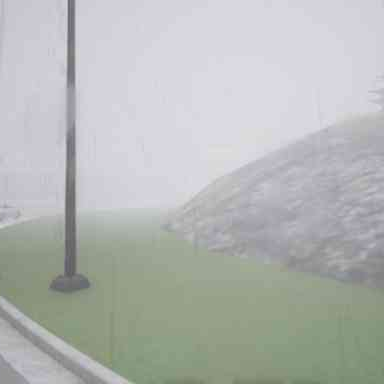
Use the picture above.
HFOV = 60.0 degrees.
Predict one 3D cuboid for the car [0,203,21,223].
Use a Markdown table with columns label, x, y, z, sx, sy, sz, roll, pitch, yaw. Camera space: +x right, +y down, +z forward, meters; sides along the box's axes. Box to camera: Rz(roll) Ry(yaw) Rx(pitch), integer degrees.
| label | x | y | z | sx | sy | sz | roll | pitch | yaw |
| --- | --- | --- | --- | --- | --- | --- | --- | --- | --- |
| car | -15.446 | 1.638 | 26.651 | 1.812 | 1.442 | 4.674 | 0 | 0 | -7 |
